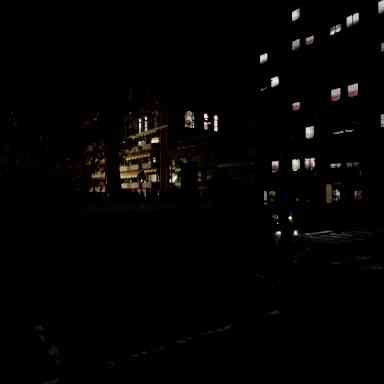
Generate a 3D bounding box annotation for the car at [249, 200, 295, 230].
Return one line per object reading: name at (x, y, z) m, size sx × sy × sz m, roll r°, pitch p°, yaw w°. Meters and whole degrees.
car at (4.918, 1.605, 23.421) m, size 2.097 × 1.767 × 4.553 m, roll 0°, pitch -1°, yaw -36°

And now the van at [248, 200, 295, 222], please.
van at (7.136, 1.643, 30.187) m, size 1.690 × 1.788 × 3.998 m, roll -1°, pitch 0°, yaw -36°
